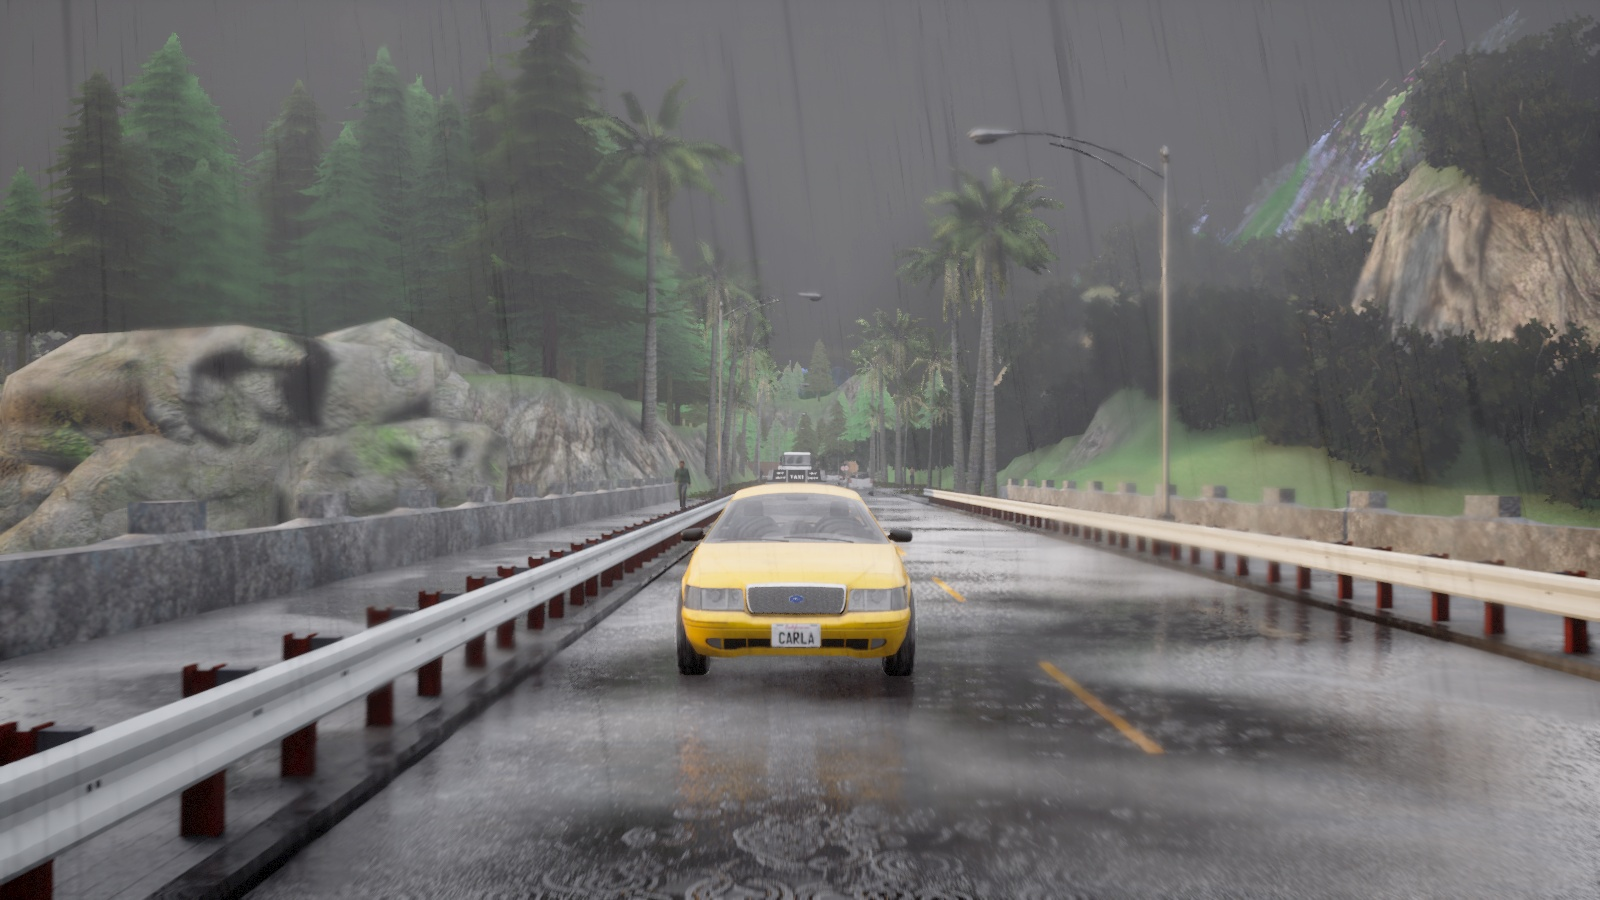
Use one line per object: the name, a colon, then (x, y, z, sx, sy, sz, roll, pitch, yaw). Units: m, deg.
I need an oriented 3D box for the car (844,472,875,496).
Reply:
car: (3.826, 2.168, 80.949, 1.845, 1.501, 3.633, 0, -1, 0)

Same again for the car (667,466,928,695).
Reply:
car: (-0.025, 0.943, 11.392, 1.801, 1.575, 5.366, 0, -1, 0)

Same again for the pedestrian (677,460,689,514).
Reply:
pedestrian: (-4.055, 1.268, 43.430, 0.353, 1.847, 0.614, 0, -1, 0)
